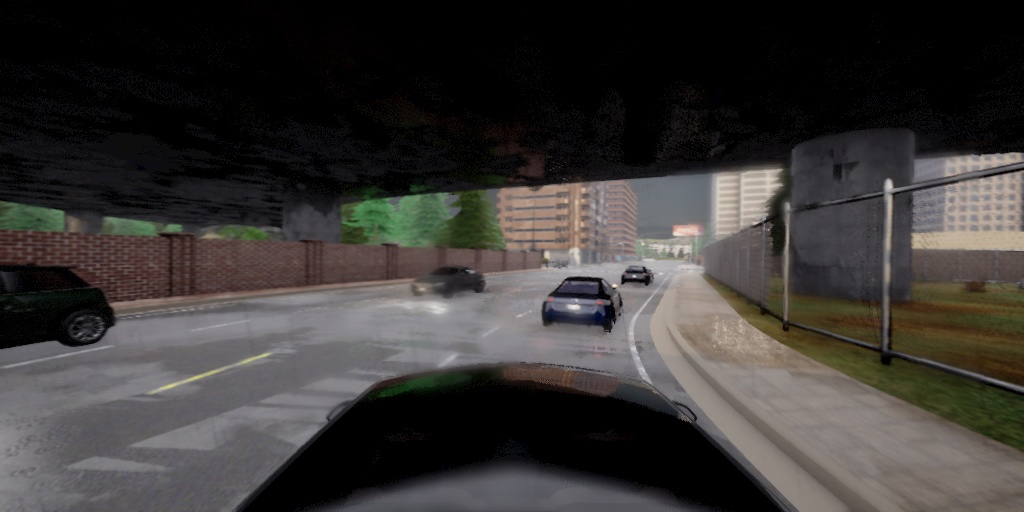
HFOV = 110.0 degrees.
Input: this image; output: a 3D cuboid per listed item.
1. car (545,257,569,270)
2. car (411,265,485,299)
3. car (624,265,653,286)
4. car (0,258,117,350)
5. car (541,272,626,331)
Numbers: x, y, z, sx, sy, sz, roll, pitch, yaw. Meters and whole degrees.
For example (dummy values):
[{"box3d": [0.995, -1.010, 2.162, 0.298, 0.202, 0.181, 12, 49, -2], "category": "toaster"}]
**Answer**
[{"box3d": [5.540, 0.872, 43.457, 2.128, 1.511, 4.902, 1, 0, 25], "category": "car"}, {"box3d": [-2.935, 1.186, 17.608, 1.812, 1.442, 4.674, 1, 0, 23], "category": "car"}, {"box3d": [9.476, 1.404, 27.057, 1.994, 1.385, 4.181, 1, 0, 25], "category": "car"}, {"box3d": [-9.906, 0.928, 5.876, 2.097, 1.767, 4.553, 1, 0, 9], "category": "car"}, {"box3d": [2.327, 1.328, 11.291, 1.994, 1.385, 4.181, 1, 0, 20], "category": "car"}]
